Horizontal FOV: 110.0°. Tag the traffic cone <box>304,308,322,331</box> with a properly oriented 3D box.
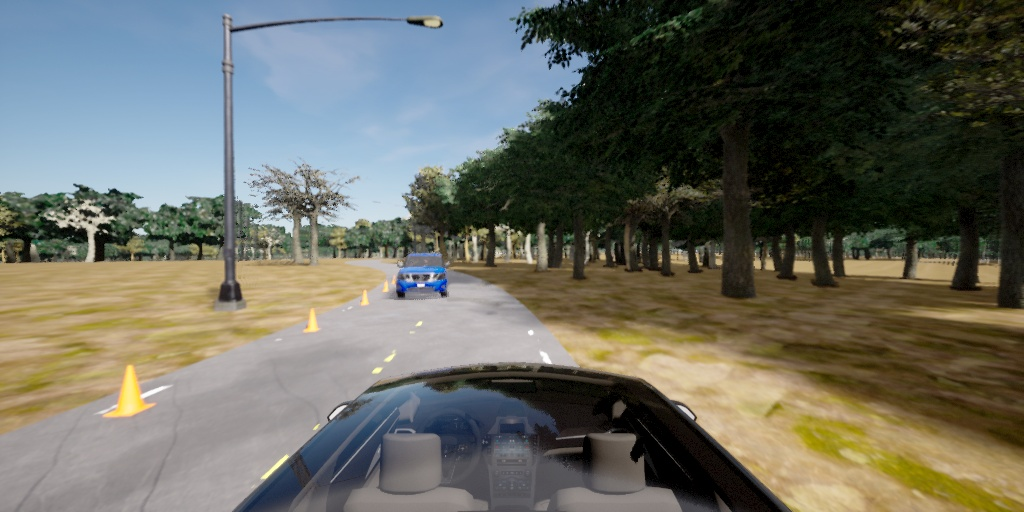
[{"bbox_3d":[-5.279,1.669,9.494,0.340,0.580,0.340,0,0,-5],"label":"traffic cone"}]

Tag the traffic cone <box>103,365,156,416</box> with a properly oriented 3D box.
[{"bbox_3d":[-4.941,1.708,4.647,0.340,0.580,0.340,0,0,-2],"label":"traffic cone"}]

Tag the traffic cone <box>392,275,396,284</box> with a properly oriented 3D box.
[{"bbox_3d":[-7.797,1.529,23.838,0.340,0.580,0.340,0,0,-14],"label":"traffic cone"}]

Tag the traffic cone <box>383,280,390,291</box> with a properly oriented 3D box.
[{"bbox_3d":[-6.709,1.580,19.102,0.340,0.580,0.340,0,0,-11],"label":"traffic cone"}]

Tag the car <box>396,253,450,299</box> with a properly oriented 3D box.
[{"bbox_3d":[-4.261,0.855,17.652,2.150,2.045,5.566,0,0,-10],"label":"car"}]

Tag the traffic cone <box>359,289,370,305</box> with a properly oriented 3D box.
[{"bbox_3d":[-5.869,1.626,14.317,0.340,0.580,0.340,0,0,-9],"label":"traffic cone"}]
